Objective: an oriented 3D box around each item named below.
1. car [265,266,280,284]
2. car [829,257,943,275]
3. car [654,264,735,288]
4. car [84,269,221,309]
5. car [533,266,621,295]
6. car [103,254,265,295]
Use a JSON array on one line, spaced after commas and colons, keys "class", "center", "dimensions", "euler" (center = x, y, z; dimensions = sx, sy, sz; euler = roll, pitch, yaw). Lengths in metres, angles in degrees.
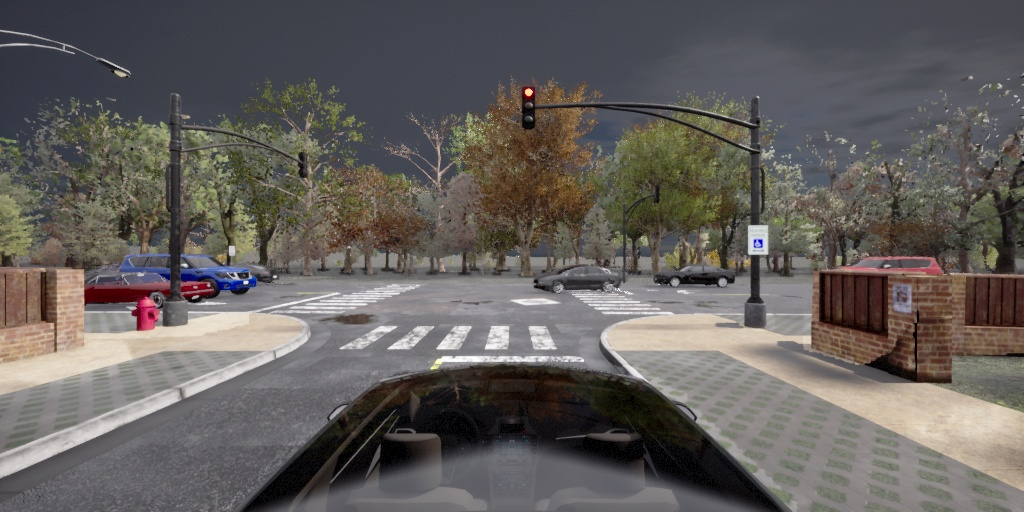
[{"class": "car", "center": [-18.114, 1.217, 23.946], "dimensions": [4.674, 1.442, 1.812], "euler": [0, 0, 0]}, {"class": "car", "center": [21.362, 1.055, 20.742], "dimensions": [5.566, 2.045, 2.150], "euler": [0, 0, 0]}, {"class": "car", "center": [12.116, 1.283, 23.986], "dimensions": [5.008, 1.535, 1.882], "euler": [0, 0, 0]}, {"class": "car", "center": [-14.634, 1.294, 13.997], "dimensions": [4.718, 1.301, 1.895], "euler": [0, 0, -3]}, {"class": "car", "center": [3.564, 1.274, 19.730], "dimensions": [4.892, 1.490, 1.837], "euler": [0, -1, -15]}, {"class": "car", "center": [-15.561, 0.916, 17.247], "dimensions": [5.566, 2.045, 2.150], "euler": [0, 0, 0]}]
